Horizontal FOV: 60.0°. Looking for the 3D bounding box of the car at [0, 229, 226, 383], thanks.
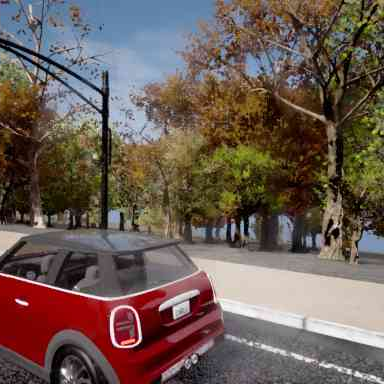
[{"bbox_3d":[-1.848,1.351,5.004,4.553,1.767,2.097,0,0,36],"label":"car"}]
